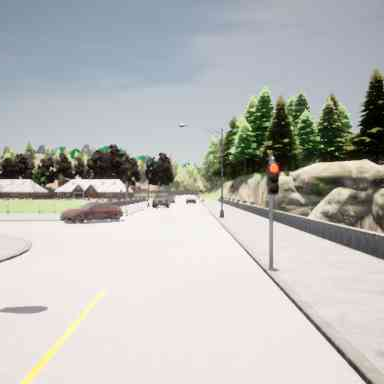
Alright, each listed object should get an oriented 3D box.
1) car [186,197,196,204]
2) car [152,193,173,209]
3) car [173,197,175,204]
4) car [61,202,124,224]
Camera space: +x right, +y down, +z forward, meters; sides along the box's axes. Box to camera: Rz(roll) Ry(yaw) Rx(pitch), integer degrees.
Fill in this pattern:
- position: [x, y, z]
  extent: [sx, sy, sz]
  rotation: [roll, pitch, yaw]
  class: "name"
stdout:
- position: [-0.180, 1.588, 63.408]
  extent: [1.895, 1.301, 4.718]
  rotation: [0, 0, 0]
  class: "car"
- position: [-4.228, 1.212, 46.033]
  extent: [2.150, 2.045, 5.566]
  rotation: [0, 0, 0]
  class: "car"
- position: [-4.229, 1.512, 64.305]
  extent: [1.812, 1.442, 4.674]
  rotation: [0, 0, 0]
  class: "car"
- position: [-7.270, 1.521, 24.686]
  extent: [4.674, 1.442, 1.812]
  rotation: [0, 1, -43]
  class: "car"
